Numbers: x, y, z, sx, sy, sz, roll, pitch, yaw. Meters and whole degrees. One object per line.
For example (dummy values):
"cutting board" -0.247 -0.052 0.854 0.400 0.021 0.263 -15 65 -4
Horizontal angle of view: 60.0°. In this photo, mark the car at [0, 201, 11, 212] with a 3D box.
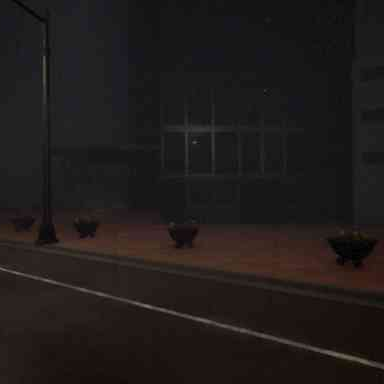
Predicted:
"car" -26.442 2.027 45.432 1.837 1.490 4.892 -1 0 -2

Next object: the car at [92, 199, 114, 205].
"car" -19.365 2.220 72.046 1.895 1.301 4.718 -1 0 34
